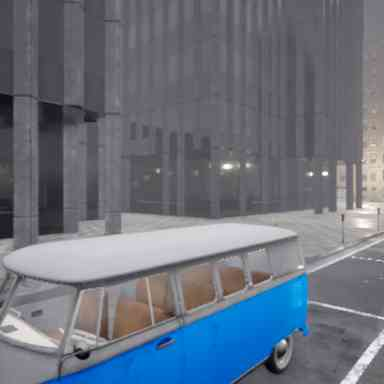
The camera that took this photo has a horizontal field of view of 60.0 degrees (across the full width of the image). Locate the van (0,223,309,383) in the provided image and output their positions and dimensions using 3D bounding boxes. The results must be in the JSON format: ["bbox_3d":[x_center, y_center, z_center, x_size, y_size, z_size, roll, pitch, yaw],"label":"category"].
[{"bbox_3d":[-0.177,1.330,3.695,1.690,1.788,3.998,0,0,42],"label":"van"}]
